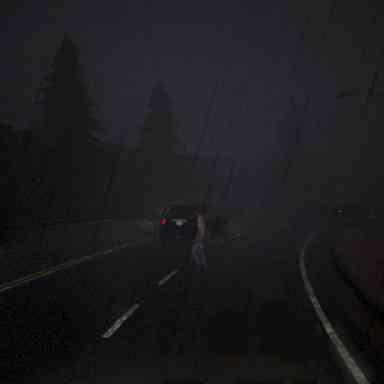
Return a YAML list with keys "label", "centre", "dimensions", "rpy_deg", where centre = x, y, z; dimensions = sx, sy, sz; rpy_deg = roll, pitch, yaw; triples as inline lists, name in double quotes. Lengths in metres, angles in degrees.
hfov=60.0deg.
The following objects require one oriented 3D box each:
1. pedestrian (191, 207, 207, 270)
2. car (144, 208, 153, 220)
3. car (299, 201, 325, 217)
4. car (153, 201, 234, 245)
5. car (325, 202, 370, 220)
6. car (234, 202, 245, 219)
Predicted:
- label: "pedestrian"
  centre: [0.206, 1.294, 9.572]
  dimensions: [0.375, 1.860, 0.375]
  rpy_deg: [0, 0, 15]
- label: "car"
  centre: [-1.836, 1.525, 27.069]
  dimensions: [1.812, 1.442, 4.674]
  rpy_deg: [0, 0, 35]
- label: "car"
  centre: [12.127, 1.563, 32.034]
  dimensions: [4.181, 1.385, 1.994]
  rpy_deg: [0, 0, -41]
- label: "car"
  centre: [0.271, 1.352, 15.961]
  dimensions: [2.097, 1.767, 4.553]
  rpy_deg: [0, 0, 22]
- label: "car"
  centre: [13.684, 1.564, 28.762]
  dimensions: [4.181, 1.385, 1.994]
  rpy_deg: [0, 0, -42]
- label: "car"
  centre: [2.484, 1.491, 27.148]
  dimensions: [2.128, 1.511, 4.902]
  rpy_deg: [0, 0, 38]
